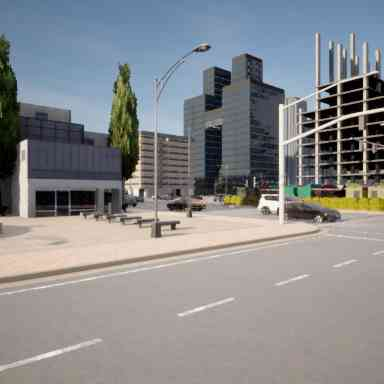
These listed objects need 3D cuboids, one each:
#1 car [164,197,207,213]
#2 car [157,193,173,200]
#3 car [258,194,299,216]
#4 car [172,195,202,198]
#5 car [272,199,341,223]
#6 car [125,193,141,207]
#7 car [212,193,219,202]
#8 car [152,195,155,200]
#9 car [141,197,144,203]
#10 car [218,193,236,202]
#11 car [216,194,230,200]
[{"bbox_3d":[-0.786,1.601,37.687,1.895,1.301,4.718,0,0,-38],"label":"car"},{"bbox_3d":[-6.441,1.156,85.095,3.866,1.878,1.905,0,0,-40],"label":"car"},{"bbox_3d":[8.809,1.220,31.193,2.150,2.045,5.566,0,0,-39],"label":"car"},{"bbox_3d":[-0.122,1.478,42.502,1.882,1.535,5.008,0,1,-38],"label":"car"},{"bbox_3d":[8.847,1.505,25.450,1.837,1.490,4.892,0,0,-38],"label":"car"},{"bbox_3d":[-10.279,1.219,49.791,2.150,2.045,5.566,0,0,-38],"label":"car"},{"bbox_3d":[6.119,1.156,70.017,3.866,1.878,1.905,0,0,-40],"label":"car"},{"bbox_3d":[-8.247,1.153,87.357,4.605,1.855,1.932,0,0,-40],"label":"car"},{"bbox_3d":[-11.761,1.491,68.917,2.128,1.511,4.902,0,0,-38],"label":"car"},{"bbox_3d":[7.960,1.395,67.782,3.806,1.475,1.970,0,0,-40],"label":"car"},{"bbox_3d":[8.729,1.395,94.167,3.806,1.475,1.970,0,0,-40],"label":"car"}]
